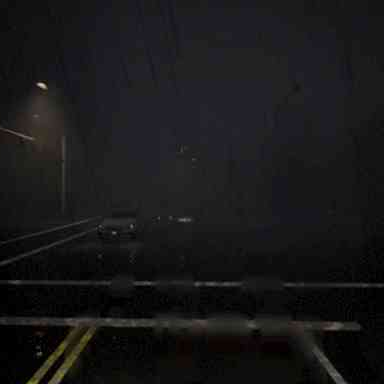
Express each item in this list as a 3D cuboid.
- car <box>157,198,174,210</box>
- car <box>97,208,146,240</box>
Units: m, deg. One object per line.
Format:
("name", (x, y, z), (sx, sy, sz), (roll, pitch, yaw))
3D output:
("car", (-3.470, 1.603, 44.082), (1.812, 1.442, 4.674), (0, 1, 0))
("car", (-3.493, 1.565, 17.258), (1.812, 1.442, 4.674), (0, 0, 0))
